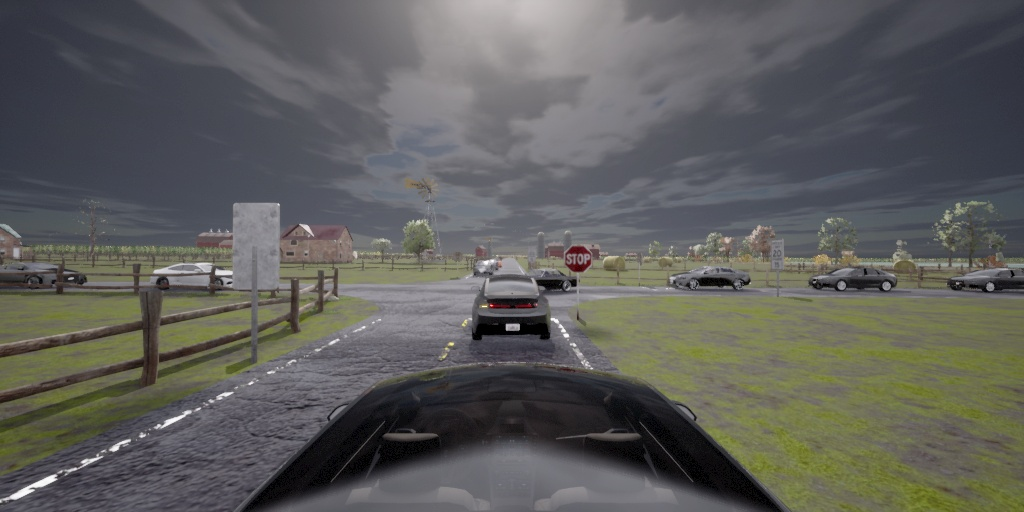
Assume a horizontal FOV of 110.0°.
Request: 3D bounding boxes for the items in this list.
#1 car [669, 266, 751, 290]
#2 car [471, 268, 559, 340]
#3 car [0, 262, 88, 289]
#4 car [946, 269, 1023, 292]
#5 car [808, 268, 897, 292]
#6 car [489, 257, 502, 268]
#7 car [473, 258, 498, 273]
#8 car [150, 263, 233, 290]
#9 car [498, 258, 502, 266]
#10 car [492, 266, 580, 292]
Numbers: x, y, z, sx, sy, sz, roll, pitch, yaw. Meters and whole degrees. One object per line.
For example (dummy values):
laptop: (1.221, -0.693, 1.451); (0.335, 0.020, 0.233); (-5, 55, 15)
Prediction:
car: (12.778, 1.396, 23.269); (4.902, 1.511, 2.128); (1, -1, -2)
car: (-0.082, 1.256, 9.981); (1.837, 1.490, 4.892); (0, 0, -2)
car: (-26.381, 1.048, 19.790); (4.181, 1.385, 1.994); (1, -1, -1)
car: (31.682, 1.587, 23.579); (4.892, 1.490, 1.837); (1, -1, -1)
car: (22.179, 1.499, 23.449); (4.892, 1.490, 1.837); (1, -1, -1)
car: (-2.901, 1.099, 63.093); (2.097, 1.767, 4.553); (0, 0, 0)
car: (-2.897, 1.241, 36.900); (2.128, 1.511, 4.902); (0, 0, 0)
car: (-17.261, 1.104, 19.921); (4.674, 1.442, 1.812); (1, -1, -1)
car: (-2.895, 1.242, 49.909); (2.128, 1.511, 4.902); (0, 0, 0)
car: (1.482, 1.369, 20.029); (4.718, 1.301, 1.895); (1, 0, -35)
